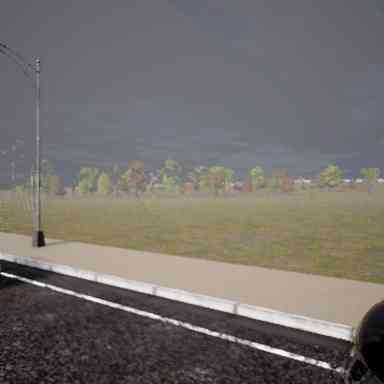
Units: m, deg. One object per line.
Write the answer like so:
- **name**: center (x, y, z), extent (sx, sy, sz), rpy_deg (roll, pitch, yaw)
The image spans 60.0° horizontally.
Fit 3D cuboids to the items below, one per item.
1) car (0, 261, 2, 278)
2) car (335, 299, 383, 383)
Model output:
- **car**: center (-6.653, 1.607, 8.422), extent (4.181, 1.385, 1.994), rpy_deg (0, 0, 36)
- **car**: center (3.505, 1.214, 1.190), extent (5.566, 2.045, 2.150), rpy_deg (0, 0, 35)
